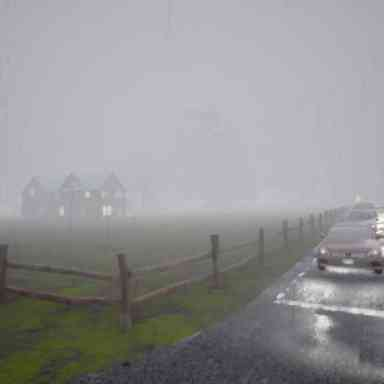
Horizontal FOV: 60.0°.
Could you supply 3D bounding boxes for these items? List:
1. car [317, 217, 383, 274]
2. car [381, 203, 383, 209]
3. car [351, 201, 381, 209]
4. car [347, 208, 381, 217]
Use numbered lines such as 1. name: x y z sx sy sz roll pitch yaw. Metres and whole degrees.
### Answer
1. car: 5.665 1.838 11.862 1.812 1.442 4.674 -3 -3 28
2. car: 40.369 2.997 69.594 1.895 1.301 4.718 -3 -2 29
3. car: 17.380 2.020 33.353 2.150 2.045 5.566 -3 -1 29
4. car: 10.620 2.015 20.961 2.128 1.511 4.902 -3 -3 28
